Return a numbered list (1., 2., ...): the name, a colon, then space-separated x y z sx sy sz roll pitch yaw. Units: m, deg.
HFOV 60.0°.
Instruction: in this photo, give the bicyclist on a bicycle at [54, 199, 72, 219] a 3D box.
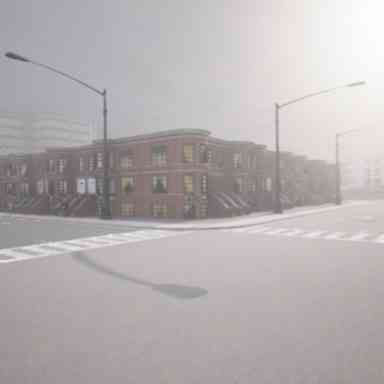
1. bicyclist on a bicycle: -11.006 1.453 28.421 0.582 1.620 1.656 -1 0 38
